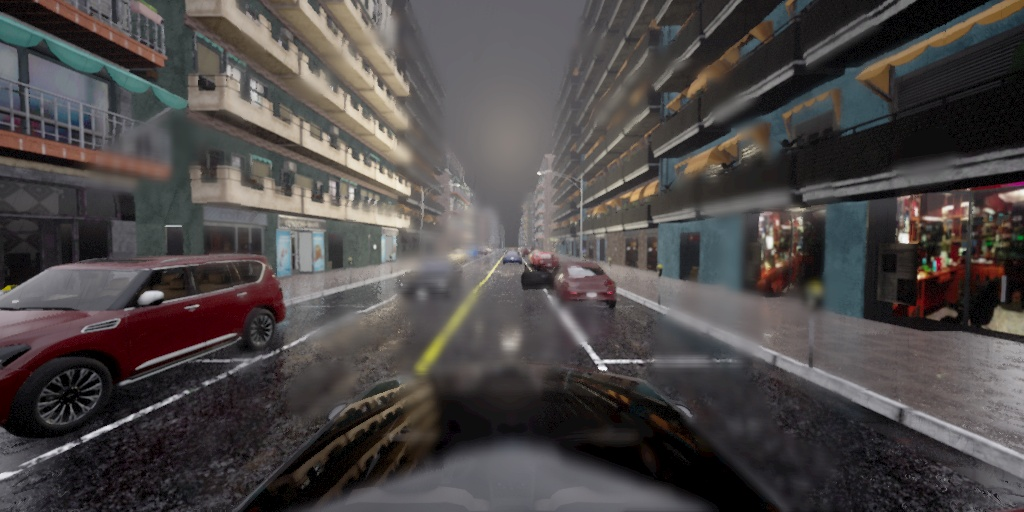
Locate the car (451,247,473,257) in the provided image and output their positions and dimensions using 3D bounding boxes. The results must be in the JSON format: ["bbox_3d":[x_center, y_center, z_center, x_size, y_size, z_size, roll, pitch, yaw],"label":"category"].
[{"bbox_3d":[-5.698,0.024,39.268,1.751,1.417,4.829,0,0,0],"label":"car"}]

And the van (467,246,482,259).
[{"bbox_3d":[-5.700,-0.523,50.755,1.690,1.789,3.998,0,0,0],"label":"van"}]

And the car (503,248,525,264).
[{"bbox_3d":[0.049,0.116,37.761,1.994,1.385,4.181,0,2,1],"label":"car"}]

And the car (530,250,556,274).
[{"bbox_3d":[2.685,0.416,28.099,1.888,1.381,4.507,0,0,0],"label":"car"}]

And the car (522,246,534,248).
[{"bbox_3d":[2.680,-0.726,56.390,2.192,1.841,5.009,0,0,0],"label":"car"}]

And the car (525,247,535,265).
[{"bbox_3d":[2.683,0.024,39.586,1.751,1.417,4.829,0,0,0],"label":"car"}]

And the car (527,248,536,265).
[{"bbox_3d":[2.684,0.229,33.761,1.888,1.381,4.507,0,0,0],"label":"car"}]

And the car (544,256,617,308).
[{"bbox_3d":[2.350,0.906,12.724,1.812,1.442,4.674,0,2,0],"label":"car"}]

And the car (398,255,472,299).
[{"bbox_3d":[-3.104,0.850,15.058,2.033,1.411,5.357,0,2,0],"label":"car"}]

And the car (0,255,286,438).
[{"bbox_3d":[-5.692,0.937,5.485,2.192,1.841,5.009,0,0,0],"label":"car"}]
